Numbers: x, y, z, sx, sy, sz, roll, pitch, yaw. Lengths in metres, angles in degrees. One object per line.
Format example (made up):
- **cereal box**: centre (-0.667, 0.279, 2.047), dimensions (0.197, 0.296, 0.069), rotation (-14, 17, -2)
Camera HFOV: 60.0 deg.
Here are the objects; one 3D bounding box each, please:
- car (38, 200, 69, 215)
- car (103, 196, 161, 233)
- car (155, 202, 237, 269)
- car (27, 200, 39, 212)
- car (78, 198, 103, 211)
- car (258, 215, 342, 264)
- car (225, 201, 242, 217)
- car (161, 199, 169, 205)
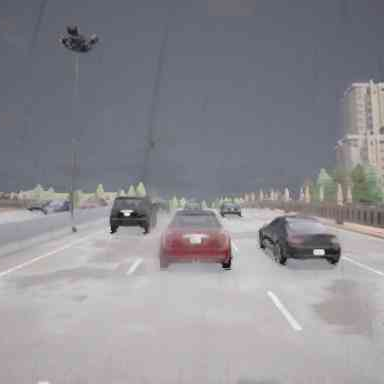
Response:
- **car**: centre (-14.091, 1.599, 35.298), dimensions (1.812, 1.442, 4.674), rotation (0, 0, 0)
- **car**: centre (-3.398, 1.262, 20.049), dimensions (2.150, 2.045, 5.566), rotation (0, 0, 0)
- **car**: centre (0.101, 1.374, 11.361), dimensions (2.097, 1.767, 4.553), rotation (0, 0, 0)
- **car**: centre (-17.590, 1.634, 39.762), dimensions (2.033, 1.411, 5.357), rotation (0, 0, 0)
- **car**: centre (-10.589, 1.426, 35.867), dimensions (2.097, 1.767, 4.553), rotation (0, 0, 0)
- **car**: centre (3.602, 1.549, 11.737), dimensions (1.812, 1.442, 4.674), rotation (0, 0, 0)
- **car**: centre (3.608, 1.615, 32.043), dimensions (2.033, 1.411, 5.357), rotation (0, 0, 0)
- **car**: centre (-3.397, 1.587, 38.308), dimensions (1.837, 1.490, 4.892), rotation (0, 0, 0)
